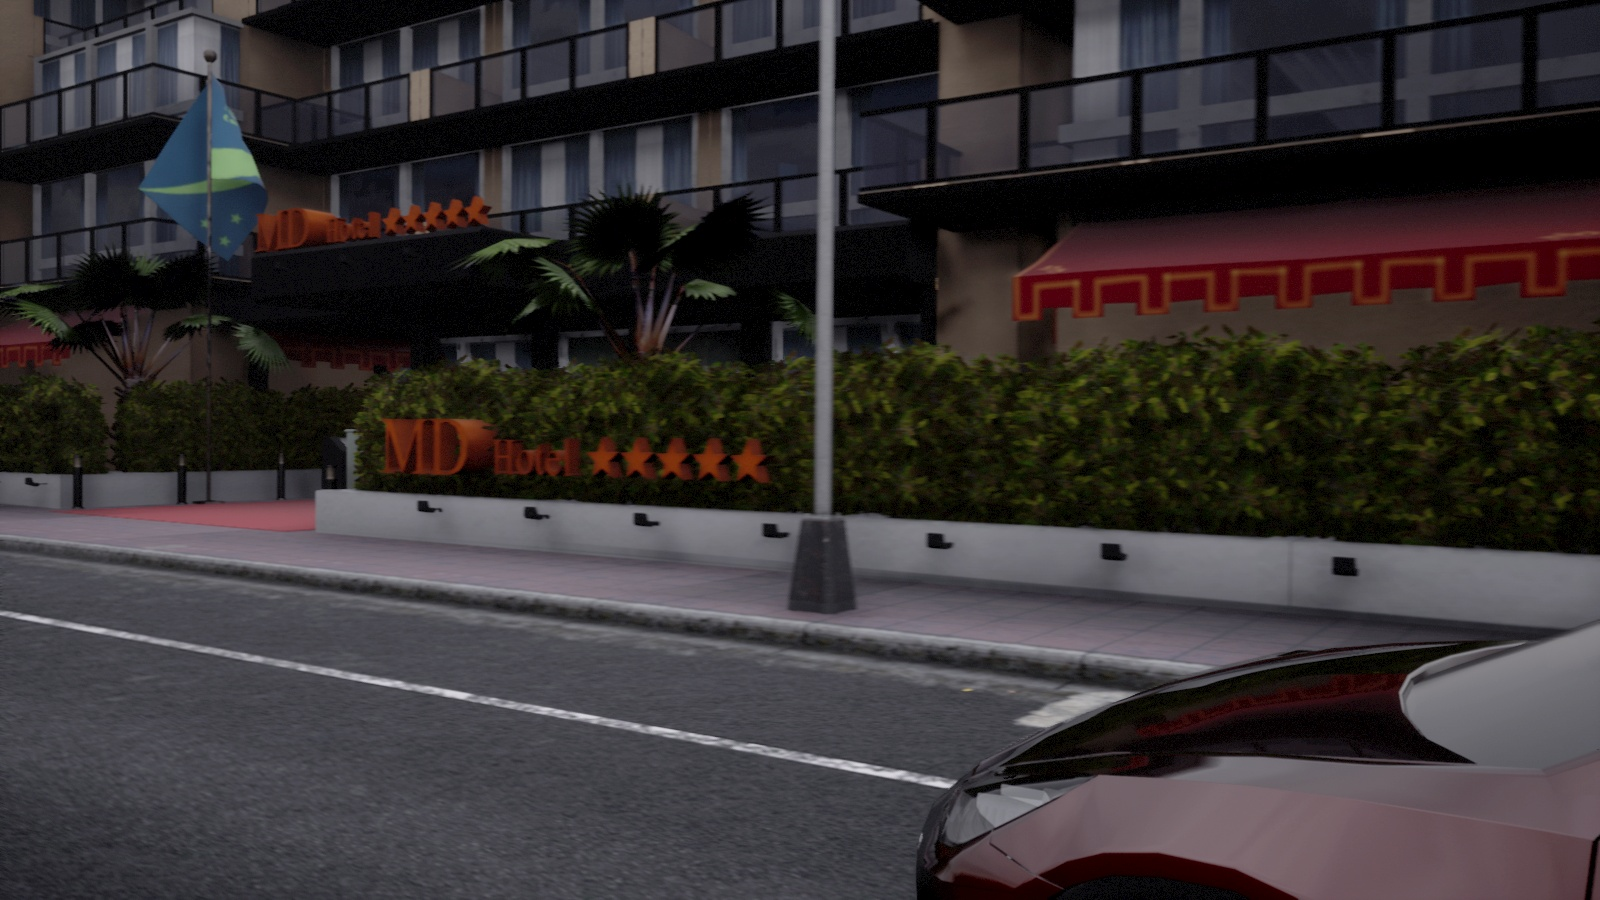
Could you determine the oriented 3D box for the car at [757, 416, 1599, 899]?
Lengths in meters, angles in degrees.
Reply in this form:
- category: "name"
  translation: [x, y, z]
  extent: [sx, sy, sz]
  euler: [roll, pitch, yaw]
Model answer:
- category: "car"
  translation: [2.521, 0.682, 1.949]
  extent: [4.792, 1.488, 2.163]
  euler: [0, 1, 34]
